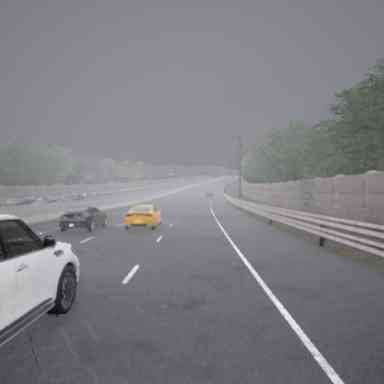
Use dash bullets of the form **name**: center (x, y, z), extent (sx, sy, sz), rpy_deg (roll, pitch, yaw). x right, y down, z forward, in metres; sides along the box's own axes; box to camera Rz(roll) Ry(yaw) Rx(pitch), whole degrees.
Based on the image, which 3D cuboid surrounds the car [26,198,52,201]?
- **car**: center (-20.179, 1.559, 45.792), extent (2.128, 1.511, 4.902), rpy_deg (0, 0, 3)

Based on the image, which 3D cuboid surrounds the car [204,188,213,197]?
- **car**: center (4.811, 0.481, 91.658), extent (2.097, 1.767, 4.553), rpy_deg (0, 2, 4)

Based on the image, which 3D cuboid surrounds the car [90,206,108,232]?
- **car**: center (-6.704, 1.613, 21.014), extent (1.837, 1.490, 4.892), rpy_deg (0, 0, 1)

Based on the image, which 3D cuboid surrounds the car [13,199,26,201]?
- **car**: center (-23.673, 1.607, 45.935), extent (2.033, 1.411, 5.357), rpy_deg (0, 0, 3)

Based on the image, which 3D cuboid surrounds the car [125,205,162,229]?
- **car**: center (-3.177, 1.595, 22.423), extent (1.882, 1.535, 5.008), rpy_deg (0, 0, 1)

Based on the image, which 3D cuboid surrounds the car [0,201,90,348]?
- **car**: center (-3.385, 1.254, 4.525), extent (2.150, 2.045, 5.566), rpy_deg (0, 0, 0)

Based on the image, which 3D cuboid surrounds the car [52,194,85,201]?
- **car**: center (-16.672, 1.298, 45.962), extent (2.150, 2.045, 5.566), rpy_deg (0, 0, 3)
